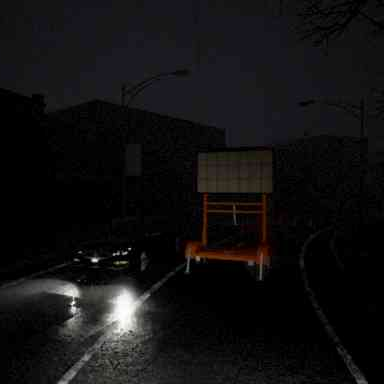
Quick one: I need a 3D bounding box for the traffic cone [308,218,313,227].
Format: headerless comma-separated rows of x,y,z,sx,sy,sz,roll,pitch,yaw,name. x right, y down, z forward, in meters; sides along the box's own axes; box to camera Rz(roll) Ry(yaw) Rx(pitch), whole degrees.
7.669,1.979,21.525,0.340,0.580,0.340,1,0,23,traffic cone

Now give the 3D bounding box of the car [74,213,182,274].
-1.773,1.485,10.766,1.837,1.490,4.892,0,0,17,car

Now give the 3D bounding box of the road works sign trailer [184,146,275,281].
1.319,0.460,10.119,2.380,3.560,2.880,0,0,21,road works sign trailer

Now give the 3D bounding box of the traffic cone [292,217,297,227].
6.748,1.967,21.914,0.340,0.580,0.340,1,0,23,traffic cone
